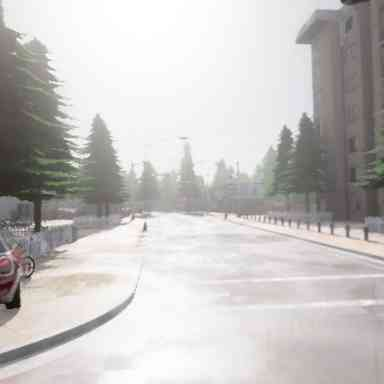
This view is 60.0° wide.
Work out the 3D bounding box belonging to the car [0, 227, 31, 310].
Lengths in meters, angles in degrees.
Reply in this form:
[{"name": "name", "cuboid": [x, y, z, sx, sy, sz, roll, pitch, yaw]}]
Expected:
[{"name": "car", "cuboid": [-5.176, 1.600, 8.009, 2.097, 1.767, 4.553, 0, -3, -24]}]
